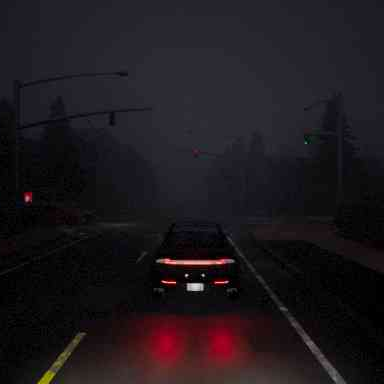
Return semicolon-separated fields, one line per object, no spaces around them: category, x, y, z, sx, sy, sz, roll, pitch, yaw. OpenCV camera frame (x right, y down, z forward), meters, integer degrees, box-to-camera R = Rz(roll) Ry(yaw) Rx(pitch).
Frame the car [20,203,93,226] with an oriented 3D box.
car;-9.305;1.490;22.786;5.008;1.535;1.882;0;0;7

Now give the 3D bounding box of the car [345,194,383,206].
car;15.856;1.202;28.932;5.566;2.045;2.150;0;0;-8

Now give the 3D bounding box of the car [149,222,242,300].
car;0.076;1.492;8.398;2.128;1.511;4.902;0;0;0
